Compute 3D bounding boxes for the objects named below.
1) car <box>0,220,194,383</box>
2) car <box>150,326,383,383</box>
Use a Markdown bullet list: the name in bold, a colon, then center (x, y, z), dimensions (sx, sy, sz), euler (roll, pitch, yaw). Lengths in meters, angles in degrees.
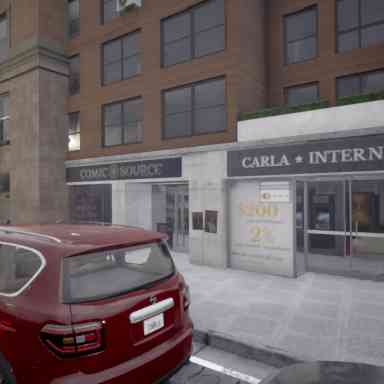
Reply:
- **car**: center (-2.301, 1.318, 4.497), dimensions (5.009, 1.841, 2.192), euler (0, -1, 35)
- **car**: center (2.163, 1.550, 1.315), dimensions (4.403, 1.369, 2.008), euler (0, -1, 35)
